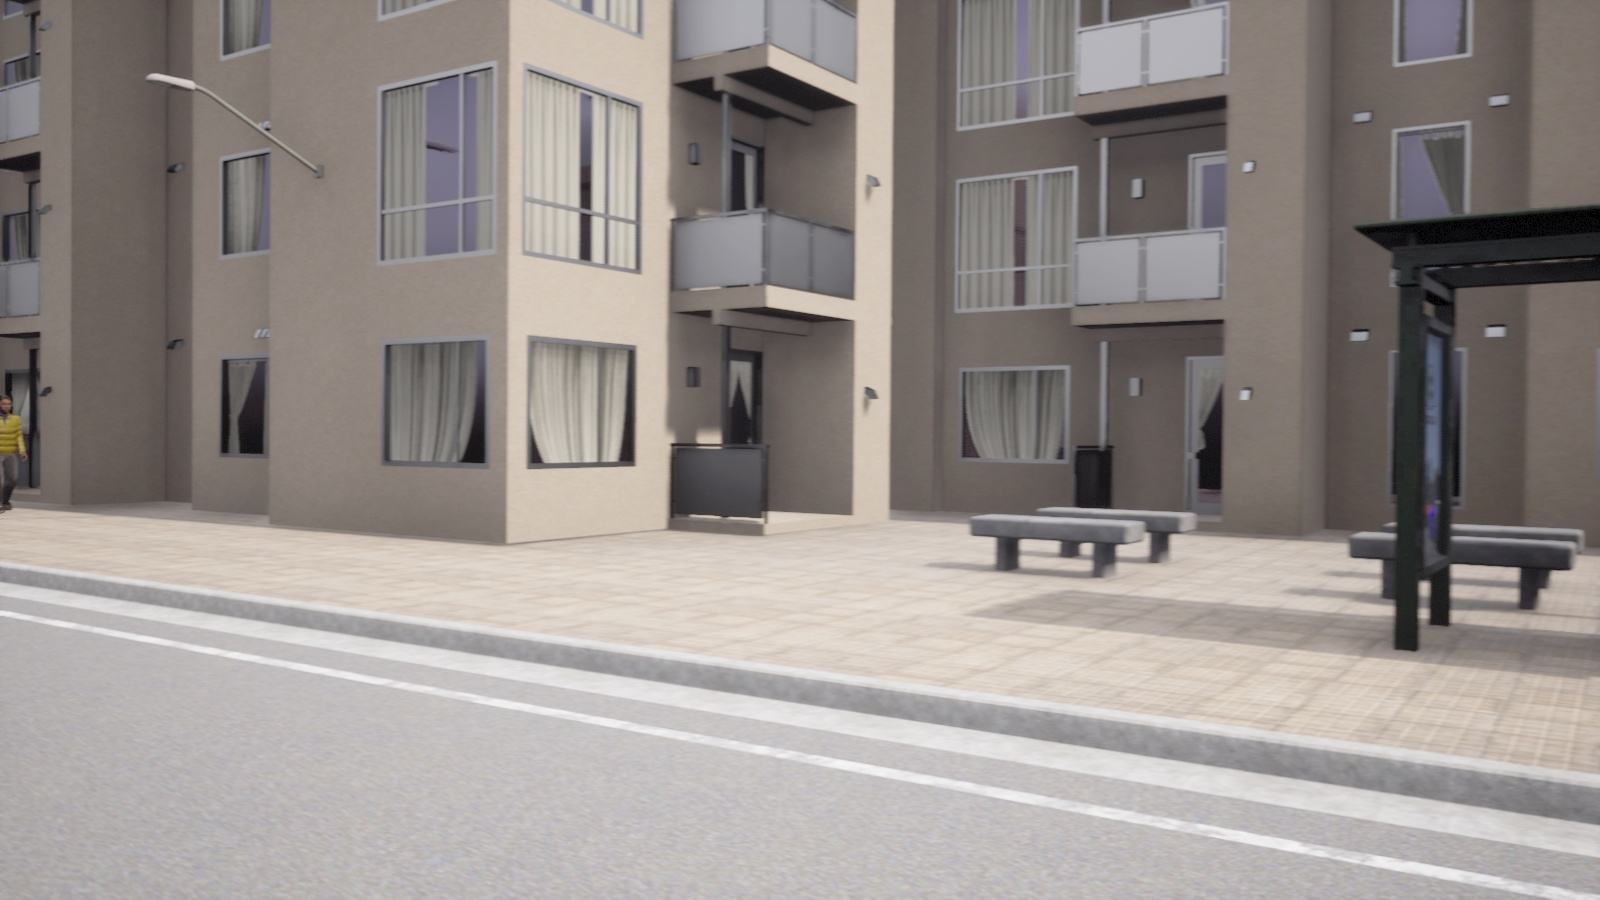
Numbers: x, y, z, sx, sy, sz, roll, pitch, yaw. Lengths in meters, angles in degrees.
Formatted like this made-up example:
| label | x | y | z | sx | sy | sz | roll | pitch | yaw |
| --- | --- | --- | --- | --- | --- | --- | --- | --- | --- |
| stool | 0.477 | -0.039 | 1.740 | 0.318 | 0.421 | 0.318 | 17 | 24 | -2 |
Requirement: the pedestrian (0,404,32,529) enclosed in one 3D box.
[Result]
| label | x | y | z | sx | sy | sz | roll | pitch | yaw |
| --- | --- | --- | --- | --- | --- | --- | --- | --- | --- |
| pedestrian | -11.925 | 0.240 | 18.878 | 0.709 | 1.840 | 0.431 | 0 | 1 | 40 |
